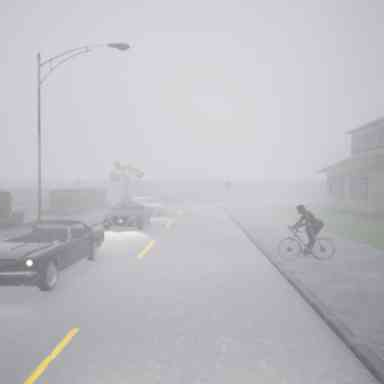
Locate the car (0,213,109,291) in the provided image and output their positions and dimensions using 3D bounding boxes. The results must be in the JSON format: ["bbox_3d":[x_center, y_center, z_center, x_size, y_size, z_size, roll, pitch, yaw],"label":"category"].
[{"bbox_3d":[-3.864,1.453,8.738,1.895,1.301,4.718,0,1,2],"label":"car"}]

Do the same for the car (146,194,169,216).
[{"bbox_3d":[-3.198,1.125,26.817,1.812,1.442,4.674,0,1,2],"label":"car"}]

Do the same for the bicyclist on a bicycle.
[{"bbox_3d":[3.297,1.197,9.603,1.656,1.620,0.582,0,1,2],"label":"bicyclist on a bicycle"}]

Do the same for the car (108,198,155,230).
[{"bbox_3d":[-3.533,1.258,18.661,1.994,1.385,4.181,0,1,2],"label":"car"}]

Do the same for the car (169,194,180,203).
[{"bbox_3d":[-3.969,0.861,45.716,4.718,1.301,1.895,1,1,36],"label":"car"}]
